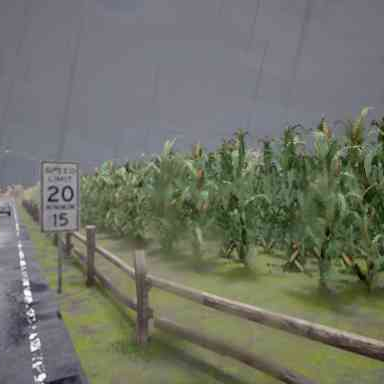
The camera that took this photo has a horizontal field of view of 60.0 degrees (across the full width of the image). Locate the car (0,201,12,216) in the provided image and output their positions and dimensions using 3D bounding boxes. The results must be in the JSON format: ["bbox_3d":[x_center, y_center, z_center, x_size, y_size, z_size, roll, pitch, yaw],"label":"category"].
[{"bbox_3d":[-19.588,1.737,34.099,2.033,1.411,5.357,0,0,-28],"label":"car"}]

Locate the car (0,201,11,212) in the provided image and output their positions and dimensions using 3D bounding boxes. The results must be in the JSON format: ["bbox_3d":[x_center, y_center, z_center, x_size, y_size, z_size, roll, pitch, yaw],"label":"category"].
[{"bbox_3d":[-24.349,1.840,42.786,1.895,1.301,4.718,0,0,-28],"label":"car"}]
